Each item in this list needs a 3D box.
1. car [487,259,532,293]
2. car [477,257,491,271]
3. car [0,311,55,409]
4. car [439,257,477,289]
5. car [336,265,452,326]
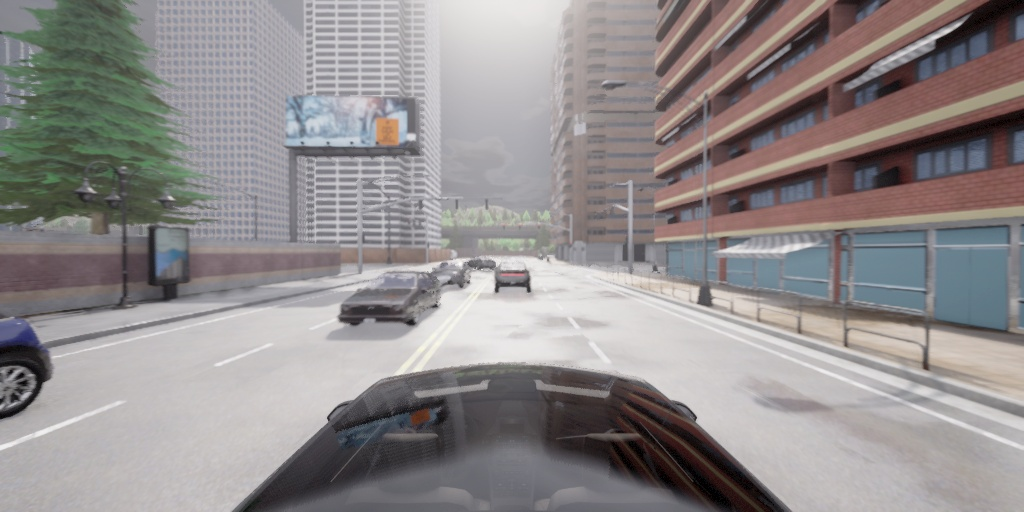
[{"bbox_3d":[0.054,1.034,19.112,2.128,1.511,4.902,0,1,0],"label":"car"},{"bbox_3d":[-3.697,0.793,39.460,2.128,1.511,4.902,0,1,-35],"label":"car"},{"bbox_3d":[-7.097,1.093,2.690,2.097,1.767,4.553,0,1,0],"label":"car"},{"bbox_3d":[-3.516,1.009,21.135,2.128,1.511,4.902,0,1,0],"label":"car"},{"bbox_3d":[-3.501,1.181,11.492,2.033,1.411,5.357,0,1,0],"label":"car"}]
